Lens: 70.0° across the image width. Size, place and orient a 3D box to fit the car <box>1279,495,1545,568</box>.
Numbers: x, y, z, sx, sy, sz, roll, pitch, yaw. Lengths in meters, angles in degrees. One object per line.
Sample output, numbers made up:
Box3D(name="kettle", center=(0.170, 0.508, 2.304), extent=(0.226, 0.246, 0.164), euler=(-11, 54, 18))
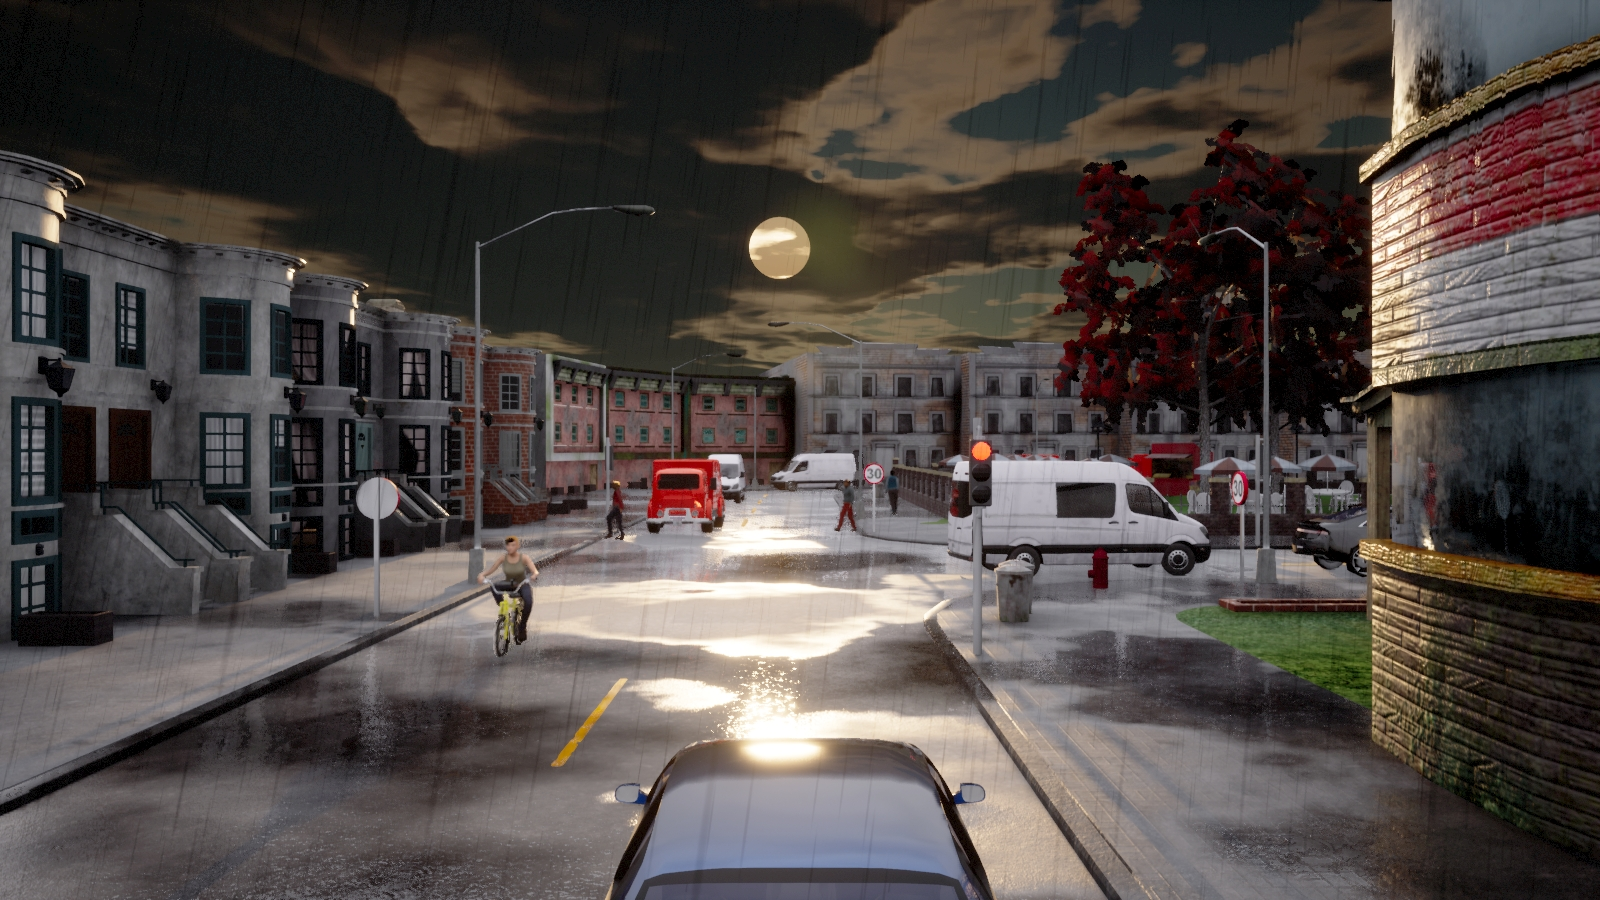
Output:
Box3D(name="car", center=(13.778, 1.817, 25.951), extent=(4.902, 1.511, 2.128), euler=(0, 0, -1))

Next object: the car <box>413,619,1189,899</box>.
Box3D(name="car", center=(-0.001, 1.884, 5.268), extent=(2.033, 1.411, 5.357), euler=(0, 0, 0))

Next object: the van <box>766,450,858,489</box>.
Box3D(name="van", center=(0.826, 1.287, 77.502), extent=(5.915, 2.561, 1.988), euler=(0, 0, -23))

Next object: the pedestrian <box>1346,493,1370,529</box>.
Box3D(name="pedestrian", center=(17.241, 1.882, 35.299), extent=(0.500, 1.100, 0.500), euler=(0, 0, 0))

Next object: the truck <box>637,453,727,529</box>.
Box3D(name="truck", center=(-4.014, 1.333, 39.954), extent=(2.627, 2.467, 5.204), euler=(0, 0, 0))

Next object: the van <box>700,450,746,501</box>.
Box3D(name="van", center=(-4.056, 1.291, 61.036), extent=(1.988, 2.561, 5.915), euler=(0, 0, 0))

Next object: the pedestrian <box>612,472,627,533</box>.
Box3D(name="pedestrian", center=(-5.531, 1.615, 35.023), extent=(0.375, 1.860, 0.375), euler=(0, 0, 0))

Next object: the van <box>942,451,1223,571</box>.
Box3D(name="van", center=(6.389, 1.304, 26.031), extent=(5.915, 2.561, 1.988), euler=(0, 0, -11))

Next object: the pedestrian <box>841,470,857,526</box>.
Box3D(name="pedestrian", center=(1.641, 1.614, 38.412), extent=(0.375, 1.860, 0.375), euler=(0, 0, -35))

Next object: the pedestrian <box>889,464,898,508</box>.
Box3D(name="pedestrian", center=(3.895, 1.499, 47.710), extent=(0.375, 1.860, 0.375), euler=(0, 0, 8))
